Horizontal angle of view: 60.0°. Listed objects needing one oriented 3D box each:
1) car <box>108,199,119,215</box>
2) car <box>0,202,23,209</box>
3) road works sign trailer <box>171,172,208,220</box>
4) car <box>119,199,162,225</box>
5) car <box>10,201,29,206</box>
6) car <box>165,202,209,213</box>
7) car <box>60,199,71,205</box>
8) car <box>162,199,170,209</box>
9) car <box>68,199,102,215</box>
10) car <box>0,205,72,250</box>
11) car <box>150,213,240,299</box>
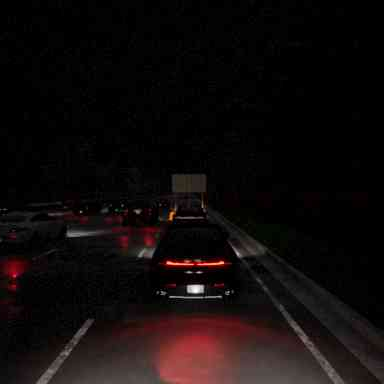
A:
[{"bbox_3d":[-7.179,1.492,33.926,2.128,1.511,4.902,0,0,-1],"label":"car"},{"bbox_3d":[-10.518,1.478,16.148,1.882,1.535,5.008,0,0,0],"label":"car"},{"bbox_3d":[-0.191,0.464,22.687,2.380,3.560,2.880,0,0,-3],"label":"road works sign trailer"},{"bbox_3d":[-3.585,1.355,23.934,2.097,1.767,4.553,0,0,-1],"label":"car"},{"bbox_3d":[-14.110,1.491,26.390,2.128,1.511,4.902,0,0,-1],"label":"car"},{"bbox_3d":[-0.075,1.488,18.817,2.128,1.511,4.902,0,0,1],"label":"car"},{"bbox_3d":[-14.233,1.526,39.690,1.812,1.442,4.674,0,0,0],"label":"car"},{"bbox_3d":[-3.749,1.547,41.563,2.033,1.411,5.357,0,0,-1],"label":"car"},{"bbox_3d":[-10.681,1.601,34.155,1.895,1.301,4.718,0,0,-1],"label":"car"},{"bbox_3d":[-7.002,1.525,14.298,1.812,1.442,4.674,0,0,0],"label":"car"},{"bbox_3d":[0.045,1.505,8.427,1.837,1.490,4.892,0,0,0],"label":"car"}]
